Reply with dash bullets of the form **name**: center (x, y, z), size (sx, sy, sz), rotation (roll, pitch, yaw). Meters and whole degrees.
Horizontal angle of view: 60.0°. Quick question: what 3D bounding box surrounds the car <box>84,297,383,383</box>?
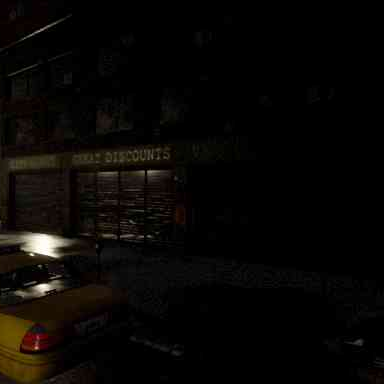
- **car**: center (1.628, 1.551, 1.922), size (4.403, 1.369, 2.008), rotation (0, 1, 36)

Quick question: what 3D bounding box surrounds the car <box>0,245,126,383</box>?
- **car**: center (-3.056, 1.524, 5.267), size (4.829, 1.417, 1.752), rotation (0, 1, 36)
